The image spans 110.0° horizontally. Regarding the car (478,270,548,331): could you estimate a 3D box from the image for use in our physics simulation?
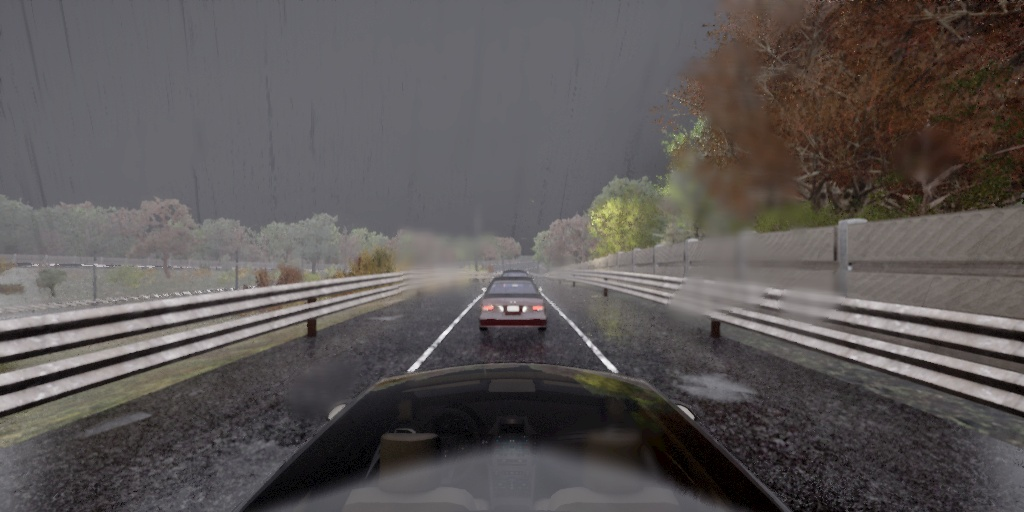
[{"bbox_3d":[0.029,1.319,10.974,2.033,1.411,5.357,0,-1,0],"label":"car"}]
